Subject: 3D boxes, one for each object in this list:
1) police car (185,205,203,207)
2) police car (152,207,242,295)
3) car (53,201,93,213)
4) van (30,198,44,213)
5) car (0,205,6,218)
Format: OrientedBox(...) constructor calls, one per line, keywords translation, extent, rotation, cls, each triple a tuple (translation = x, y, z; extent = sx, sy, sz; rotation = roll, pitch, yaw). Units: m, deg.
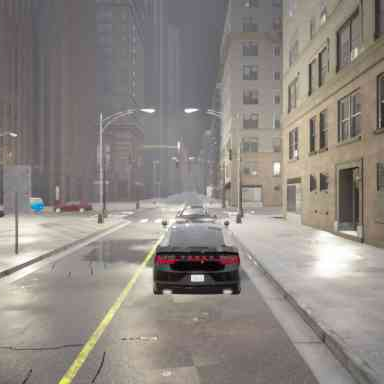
OrientedBox(translation=(0.117, 1.510, 18.482), extent=(2.038, 1.542, 4.974), rotation=(0, 0, 0), cls="police car")
OrientedBox(translation=(0.105, 1.427, 8.877), extent=(1.930, 1.638, 5.238), rotation=(0, 0, 0), cls="police car")
OrientedBox(translation=(-13.965, 1.726, 39.051), extent=(4.507, 1.381, 1.887), rotation=(-1, 0, 0), cls="car")
OrientedBox(translation=(-19.592, 1.591, 39.073), extent=(3.998, 1.788, 1.690), rotation=(-1, 0, 0), cls="van")
OrientedBox(translation=(-19.618, 1.523, 30.547), extent=(5.009, 1.841, 2.192), rotation=(-1, 0, 0), cls="car")
